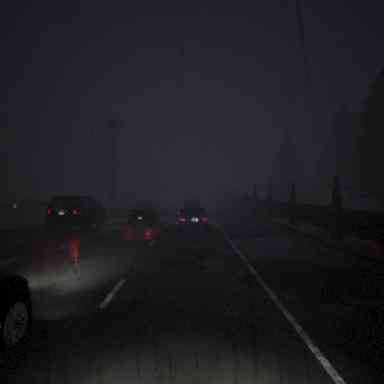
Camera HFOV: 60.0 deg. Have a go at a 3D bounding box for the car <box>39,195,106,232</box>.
[{"bbox_3d":[-6.911,1.213,20.265,2.150,2.045,5.566,0,0,0],"label":"car"}]

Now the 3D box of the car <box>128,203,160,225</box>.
[{"bbox_3d":[-3.412,1.515,24.128,1.812,1.442,4.674,0,0,0],"label":"car"}]

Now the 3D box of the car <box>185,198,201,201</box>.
[{"bbox_3d":[0.078,1.459,41.924,1.882,1.535,5.008,0,0,0],"label":"car"}]

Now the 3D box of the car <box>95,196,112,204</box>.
[{"bbox_3d":[-17.536,1.492,65.923,2.128,1.511,4.902,0,0,0],"label":"car"}]

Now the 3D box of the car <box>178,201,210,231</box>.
[{"bbox_3d":[0.088,1.539,20.350,2.033,1.411,5.357,0,0,0],"label":"car"}]

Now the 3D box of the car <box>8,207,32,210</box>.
[{"bbox_3d":[-14.116,1.534,30.307,2.033,1.411,5.357,0,0,0],"label":"car"}]

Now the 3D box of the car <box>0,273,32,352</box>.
[{"bbox_3d":[-3.413,1.490,3.277,2.128,1.511,4.902,0,0,0],"label":"car"}]
